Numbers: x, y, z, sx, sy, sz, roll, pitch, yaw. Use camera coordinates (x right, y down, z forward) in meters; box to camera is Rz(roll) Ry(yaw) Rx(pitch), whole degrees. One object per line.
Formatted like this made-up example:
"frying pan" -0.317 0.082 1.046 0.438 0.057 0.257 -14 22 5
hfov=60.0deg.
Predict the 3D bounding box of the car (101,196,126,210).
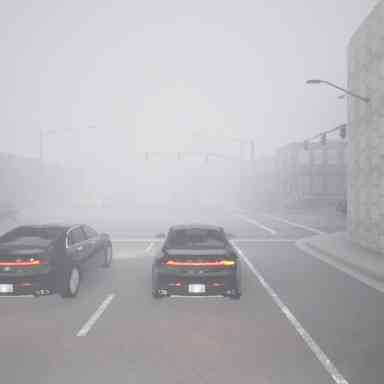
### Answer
"car" -10.504 1.547 43.602 2.033 1.411 5.357 0 0 -2

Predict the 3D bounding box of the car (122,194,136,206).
"car" -10.430 1.547 54.117 2.033 1.411 5.357 0 0 0

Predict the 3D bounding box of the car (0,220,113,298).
"car" -3.396 1.505 8.483 1.837 1.490 4.892 0 0 0

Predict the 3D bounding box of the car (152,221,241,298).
"car" 0.104 1.505 8.467 1.837 1.490 4.892 0 0 0

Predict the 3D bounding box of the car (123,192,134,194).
"car" -13.783 0.928 71.887 2.150 2.045 5.566 0 0 0

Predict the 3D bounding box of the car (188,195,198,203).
"car" 0.206 1.352 68.179 2.097 1.767 4.553 0 0 0

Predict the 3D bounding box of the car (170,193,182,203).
"car" -3.294 1.221 68.245 2.150 2.045 5.566 0 0 0

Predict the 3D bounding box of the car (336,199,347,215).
"car" 14.904 0.764 27.510 5.566 2.045 2.150 -5 0 0

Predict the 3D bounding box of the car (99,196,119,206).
"car" -13.913 1.491 56.332 2.128 1.511 4.902 0 0 0

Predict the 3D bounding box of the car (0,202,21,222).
"car" -14.031 1.505 23.643 1.837 1.490 4.892 0 0 0

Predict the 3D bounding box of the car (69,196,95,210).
"car" -13.983 1.354 42.439 2.097 1.767 4.553 0 0 1
